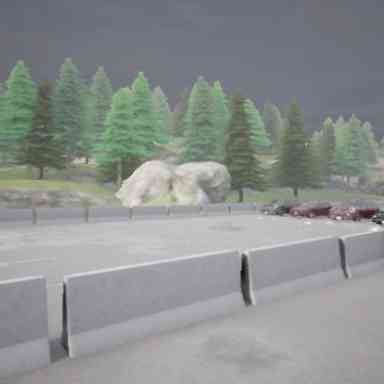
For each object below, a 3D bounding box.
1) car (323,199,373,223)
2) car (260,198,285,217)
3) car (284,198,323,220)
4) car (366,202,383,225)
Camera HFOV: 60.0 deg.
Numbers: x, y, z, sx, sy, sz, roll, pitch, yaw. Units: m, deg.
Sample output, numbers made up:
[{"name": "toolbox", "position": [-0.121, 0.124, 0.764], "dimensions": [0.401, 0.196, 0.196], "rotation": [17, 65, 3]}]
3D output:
[{"name": "car", "position": [12.675, 1.361, 25.891], "dimensions": [4.553, 1.767, 2.097], "rotation": [0, 0, -35]}, {"name": "car", "position": [8.575, 1.358, 31.563], "dimensions": [4.553, 1.767, 2.097], "rotation": [0, 0, -35]}, {"name": "car", "position": [10.546, 1.485, 28.672], "dimensions": [5.008, 1.535, 1.882], "rotation": [0, 0, -35]}, {"name": "car", "position": [14.540, 1.556, 22.926], "dimensions": [5.357, 1.411, 2.033], "rotation": [0, 0, -35]}]
